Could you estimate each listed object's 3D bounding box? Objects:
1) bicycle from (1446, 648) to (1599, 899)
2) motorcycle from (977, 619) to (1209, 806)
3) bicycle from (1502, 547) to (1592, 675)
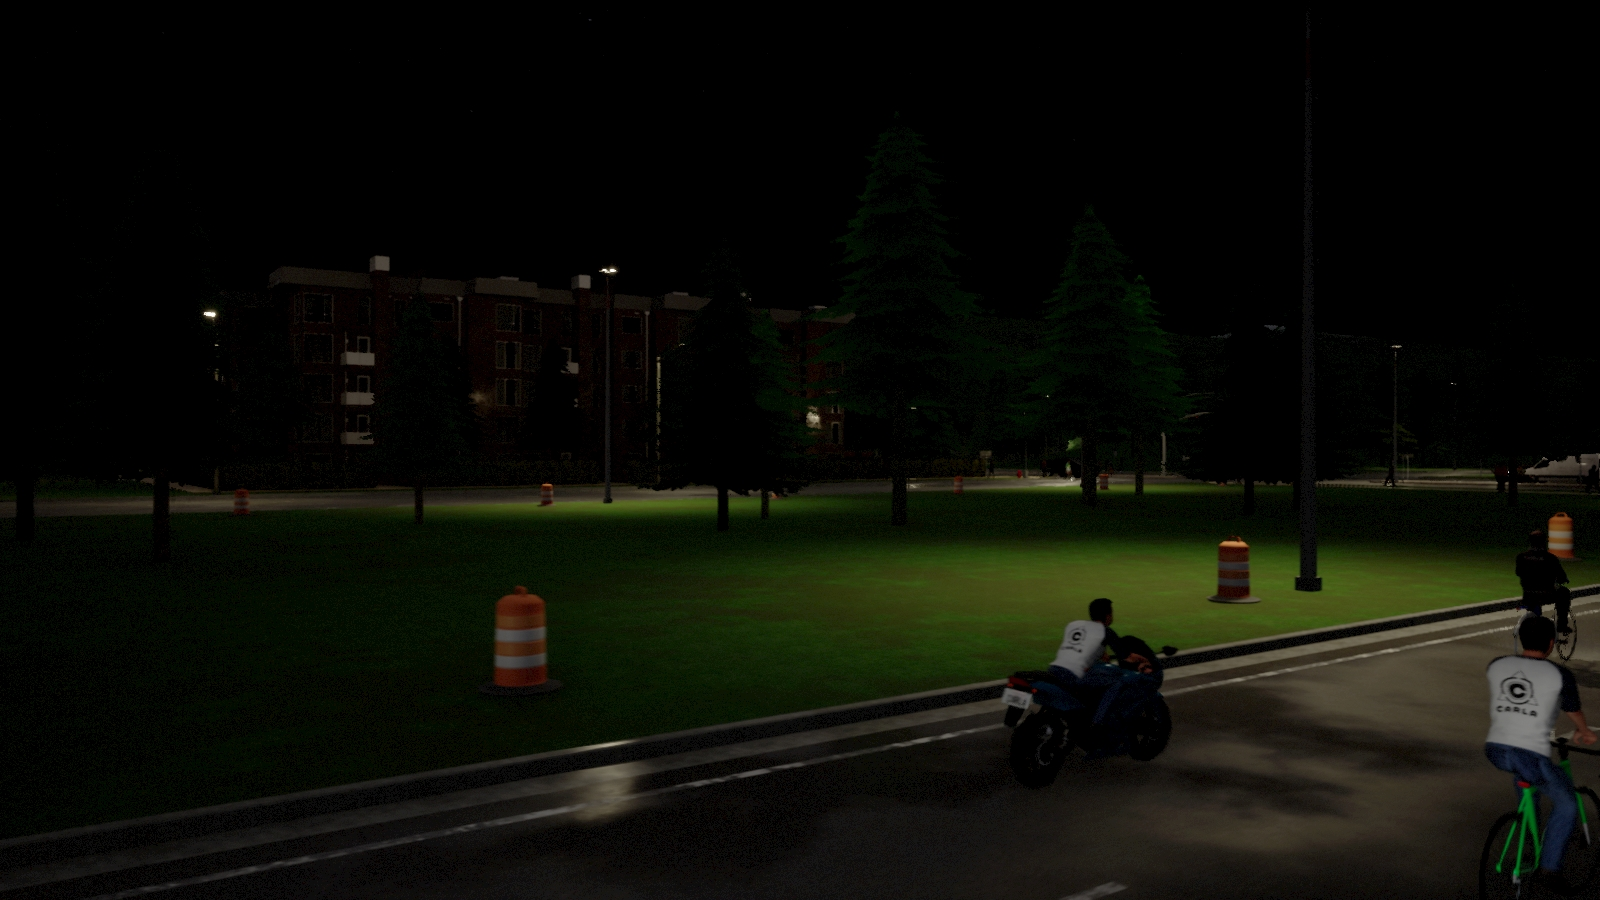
[{"bbox_3d":[4.537,2.057,6.960,1.643,1.496,0.373,0,0,-35],"label":"bicycle"},{"bbox_3d":[2.550,2.187,9.842,2.033,1.199,0.803,0,0,-35],"label":"motorcycle"},{"bbox_3d":[9.745,2.062,14.885,1.835,1.471,0.329,0,0,-35],"label":"bicycle"}]
